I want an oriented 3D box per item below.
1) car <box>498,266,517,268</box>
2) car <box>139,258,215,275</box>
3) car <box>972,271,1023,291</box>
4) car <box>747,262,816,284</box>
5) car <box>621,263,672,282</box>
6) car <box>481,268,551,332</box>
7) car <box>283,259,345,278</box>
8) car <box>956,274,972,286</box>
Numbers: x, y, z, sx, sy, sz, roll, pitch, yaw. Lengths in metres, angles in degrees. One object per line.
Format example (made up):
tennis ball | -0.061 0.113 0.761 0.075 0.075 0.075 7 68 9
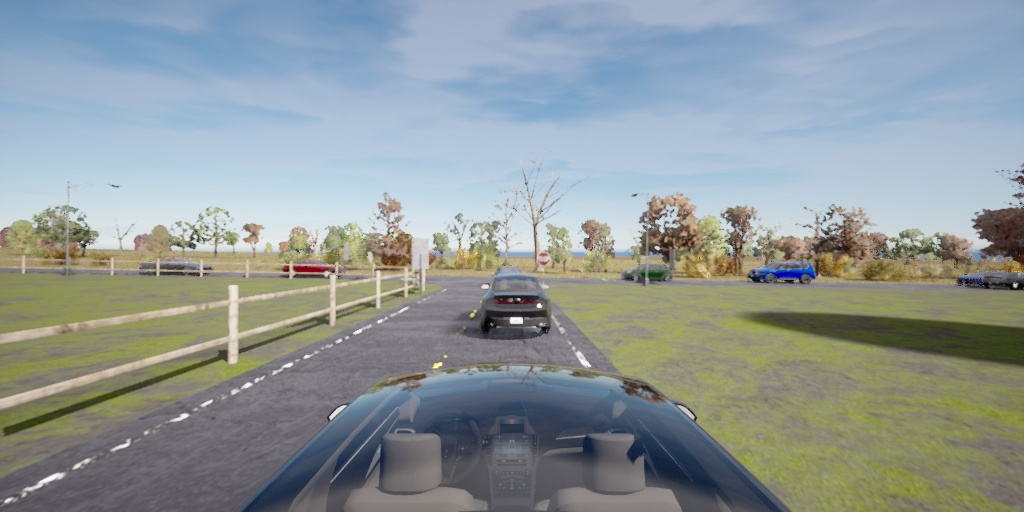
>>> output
car | -0.326 1.398 24.344 2.033 1.411 5.357 0 0 -7
car | -29.385 0.917 31.528 5.357 1.411 2.033 1 1 0
car | 44.337 2.209 31.390 4.902 1.511 2.128 1 1 1
car | 25.779 1.582 34.333 5.566 2.045 2.150 1 1 0
car | 12.870 1.484 34.323 4.553 1.767 2.097 1 1 -1
car | 0.104 1.296 10.986 1.837 1.490 4.892 0 0 0
car | -17.341 1.078 31.496 5.008 1.535 1.882 1 1 0
car | 45.640 2.187 34.217 5.008 1.535 1.882 1 1 1
